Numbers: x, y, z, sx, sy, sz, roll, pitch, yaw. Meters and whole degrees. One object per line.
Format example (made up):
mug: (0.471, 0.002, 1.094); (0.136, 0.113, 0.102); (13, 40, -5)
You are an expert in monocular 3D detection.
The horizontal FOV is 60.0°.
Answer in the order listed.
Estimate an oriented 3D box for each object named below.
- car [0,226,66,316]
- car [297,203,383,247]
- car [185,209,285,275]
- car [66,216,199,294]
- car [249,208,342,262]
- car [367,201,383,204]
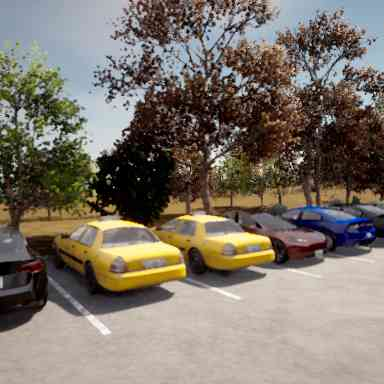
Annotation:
car: (-4.436, 1.453, 6.931); (2.163, 1.488, 4.792); (0, 0, -35)
car: (4.567, 1.328, 13.311); (2.097, 1.535, 5.008); (-1, 1, -35)
car: (0.022, 1.393, 10.303); (1.946, 1.575, 5.366); (0, 0, -35)
car: (-2.254, 1.411, 8.680); (1.946, 1.575, 5.366); (0, 0, -35)
car: (2.309, 1.399, 11.671); (2.163, 1.488, 4.792); (-1, 0, -35)
car: (6.838, 1.279, 14.931); (2.097, 1.535, 5.008); (-1, 1, -35)
